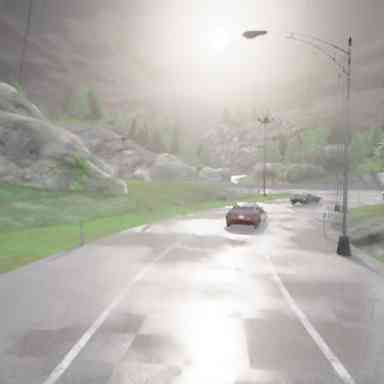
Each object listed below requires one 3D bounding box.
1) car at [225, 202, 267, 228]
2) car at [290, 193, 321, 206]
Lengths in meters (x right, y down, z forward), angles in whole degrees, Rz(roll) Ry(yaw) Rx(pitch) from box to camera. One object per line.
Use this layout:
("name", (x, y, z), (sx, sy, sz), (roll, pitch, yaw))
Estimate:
("car", (3.366, 1.303, 20.279), (1.994, 1.385, 4.181), (1, 2, 19))
("car", (12.751, 0.768, 37.137), (1.895, 1.301, 4.718), (3, 4, 39))
